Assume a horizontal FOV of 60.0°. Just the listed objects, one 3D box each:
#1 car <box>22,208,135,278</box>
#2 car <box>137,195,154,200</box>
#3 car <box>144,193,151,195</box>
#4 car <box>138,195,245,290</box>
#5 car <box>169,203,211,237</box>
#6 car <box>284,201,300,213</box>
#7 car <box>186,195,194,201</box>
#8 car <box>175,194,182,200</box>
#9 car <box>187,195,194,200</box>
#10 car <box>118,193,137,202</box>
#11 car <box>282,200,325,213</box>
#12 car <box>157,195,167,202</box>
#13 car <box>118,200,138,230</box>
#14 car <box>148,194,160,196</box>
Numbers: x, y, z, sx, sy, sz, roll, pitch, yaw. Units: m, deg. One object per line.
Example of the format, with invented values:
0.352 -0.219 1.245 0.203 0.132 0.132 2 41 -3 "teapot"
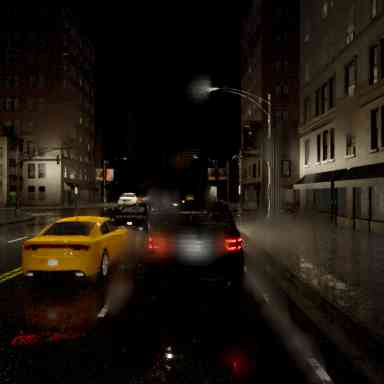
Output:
-3.205 1.478 10.124 1.882 1.535 5.008 0 0 0 "car"
-6.885 1.541 52.337 2.033 1.411 5.357 0 0 -1 "car"
-10.143 1.339 66.429 2.097 1.767 4.553 0 0 0 "car"
0.051 1.221 9.210 2.150 2.045 5.566 0 0 0 "car"
-0.103 1.491 19.077 2.128 1.511 4.902 0 0 0 "car"
12.246 1.588 34.885 4.181 1.385 1.994 0 0 1 "car"
-0.451 1.457 81.034 1.882 1.535 5.008 0 0 0 "car"
-3.760 1.347 91.436 1.837 1.490 4.892 0 0 0 "car"
-0.510 1.442 91.484 1.895 1.301 4.718 0 0 0 "car"
-10.144 1.215 52.738 2.150 2.045 5.566 0 0 -1 "car"
12.569 1.600 37.742 4.181 1.385 1.994 0 0 0 "car"
-6.924 1.461 76.070 1.882 1.535 5.008 0 0 0 "car"
-3.258 1.477 19.784 1.882 1.535 5.008 0 0 0 "car"
-6.895 1.536 65.724 2.033 1.411 5.357 0 0 0 "car"
